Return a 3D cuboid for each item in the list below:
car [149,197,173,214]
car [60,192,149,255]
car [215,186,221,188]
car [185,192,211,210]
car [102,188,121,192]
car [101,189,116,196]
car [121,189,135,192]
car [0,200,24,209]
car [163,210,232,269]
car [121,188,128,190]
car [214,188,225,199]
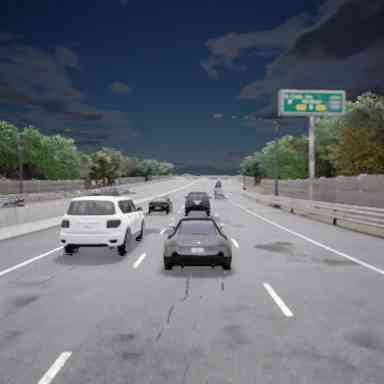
[{"bbox_3d":[-2.932,1.200,31.768,1.882,1.535,5.008,0,1,2],"label":"car"},{"bbox_3d":[-3.305,1.173,13.277,2.150,2.045,5.566,0,0,1],"label":"car"},{"bbox_3d":[6.336,-0.158,80.471,2.033,1.411,5.357,0,3,4],"label":"car"},{"bbox_3d":[0.513,0.977,29.851,2.150,2.045,5.566,0,1,1],"label":"car"},{"bbox_3d":[-15.770,0.222,63.408,2.150,2.045,5.566,0,2,3],"label":"car"},{"bbox_3d":[-18.633,0.093,74.245,1.994,1.385,4.181,0,2,4],"label":"car"},{"bbox_3d":[-12.144,0.526,65.463,1.895,1.301,4.718,0,2,3],"label":"car"},{"bbox_3d":[-13.830,1.335,23.587,2.128,1.511,4.902,0,1,1],"label":"car"},{"bbox_3d":[0.174,1.531,11.013,1.994,1.385,4.181,0,0,1],"label":"car"},{"bbox_3d":[-15.116,-0.050,74.419,2.128,1.511,4.902,0,2,4],"label":"car"},{"bbox_3d":[5.228,0.507,63.274,2.033,1.411,5.357,0,2,4],"label":"car"}]
